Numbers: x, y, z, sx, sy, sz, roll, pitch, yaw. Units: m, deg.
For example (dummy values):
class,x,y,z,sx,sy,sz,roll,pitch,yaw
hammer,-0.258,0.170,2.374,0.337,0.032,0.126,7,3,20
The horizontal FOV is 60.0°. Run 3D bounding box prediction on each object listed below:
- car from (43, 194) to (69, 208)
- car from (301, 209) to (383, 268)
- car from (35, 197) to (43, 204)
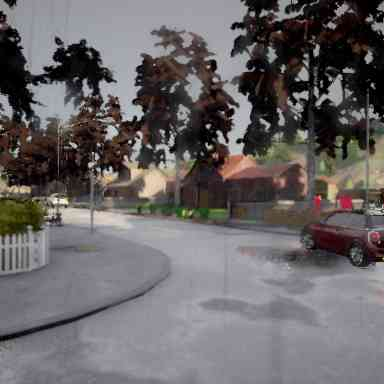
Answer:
class,x,y,z,sx,sy,sz,roll,pitch,yaw
car,-20.107,1.269,49.640,2.150,2.045,5.566,0,0,-35
car,5.706,1.391,11.717,2.097,1.767,4.553,0,0,-8
car,-26.317,1.540,58.297,2.128,1.511,4.902,0,0,-36
